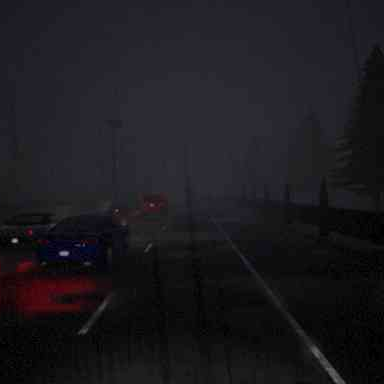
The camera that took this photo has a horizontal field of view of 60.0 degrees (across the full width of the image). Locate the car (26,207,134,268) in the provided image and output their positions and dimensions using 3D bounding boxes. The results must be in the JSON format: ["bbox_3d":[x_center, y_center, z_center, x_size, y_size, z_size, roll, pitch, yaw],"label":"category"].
[{"bbox_3d":[-3.403,1.485,11.326,1.882,1.535,5.008,0,0,0],"label":"car"}]

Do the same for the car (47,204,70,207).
[{"bbox_3d":[-14.104,1.549,35.705,1.812,1.442,4.674,0,0,0],"label":"car"}]

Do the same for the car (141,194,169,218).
[{"bbox_3d":[-3.409,1.242,31.037,2.150,2.045,5.566,0,0,0],"label":"car"}]

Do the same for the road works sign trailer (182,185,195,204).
[{"bbox_3d":[-0.712,0.506,62.918,2.380,3.560,2.880,0,0,-10],"label":"road works sign trailer"}]

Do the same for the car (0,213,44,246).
[{"bbox_3d":[-6.904,1.611,15.217,1.895,1.301,4.718,0,0,0],"label":"car"}]

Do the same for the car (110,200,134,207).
[{"bbox_3d":[-6.923,1.547,32.979,1.812,1.442,4.674,0,0,0],"label":"car"}]

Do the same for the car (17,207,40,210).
[{"bbox_3d":[-17.599,1.588,36.643,1.994,1.385,4.181,0,0,0],"label":"car"}]
